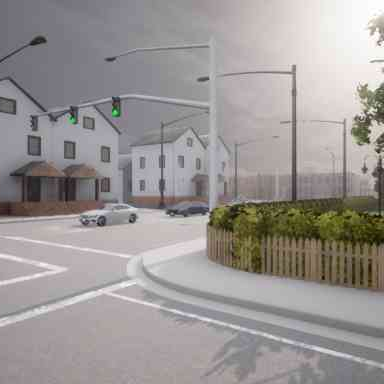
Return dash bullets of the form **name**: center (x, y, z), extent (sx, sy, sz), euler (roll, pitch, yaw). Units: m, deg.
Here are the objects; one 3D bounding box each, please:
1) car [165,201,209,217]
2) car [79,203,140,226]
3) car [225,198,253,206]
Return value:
- **car**: center (-0.210, 1.547, 31.400), extent (2.033, 1.411, 5.357), euler (0, 0, 35)
- **car**: center (-5.699, 1.526, 23.451), extent (1.812, 1.442, 4.674), euler (0, 0, 35)
- **car**: center (5.668, 1.491, 39.888), extent (2.128, 1.511, 4.902), euler (0, 0, 35)
